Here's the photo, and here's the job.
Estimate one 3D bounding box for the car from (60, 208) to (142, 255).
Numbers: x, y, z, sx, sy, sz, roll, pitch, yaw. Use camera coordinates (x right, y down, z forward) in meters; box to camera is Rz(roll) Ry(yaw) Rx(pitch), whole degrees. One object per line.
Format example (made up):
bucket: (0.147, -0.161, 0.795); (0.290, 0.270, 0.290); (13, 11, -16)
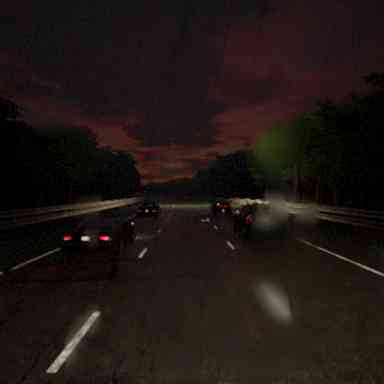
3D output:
car: (-3.493, 1.575, 13.325); (2.033, 1.411, 5.357); (0, 0, -1)

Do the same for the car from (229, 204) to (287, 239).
car: (3.442, 1.392, 17.659); (2.097, 1.767, 4.553); (0, 0, -1)

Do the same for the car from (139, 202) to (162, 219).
car: (-3.808, 1.624, 30.077); (2.033, 1.411, 5.357); (0, 0, -1)

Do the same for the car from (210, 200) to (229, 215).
car: (3.039, 1.596, 35.525); (1.837, 1.490, 4.892); (0, 0, -2)
